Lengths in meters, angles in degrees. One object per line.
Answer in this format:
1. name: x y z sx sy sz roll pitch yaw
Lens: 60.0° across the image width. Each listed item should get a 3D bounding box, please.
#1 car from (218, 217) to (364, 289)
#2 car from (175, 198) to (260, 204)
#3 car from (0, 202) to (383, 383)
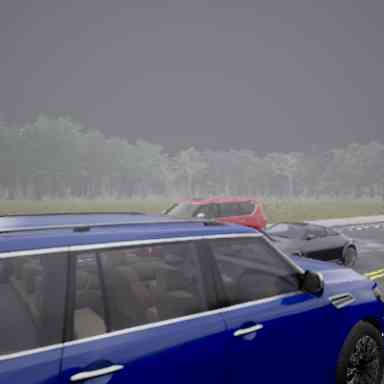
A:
1. car: 3.018 1.591 9.828 4.181 1.385 1.994 0 0 -36
2. car: 0.303 1.245 11.885 5.566 2.045 2.150 0 0 -36
3. car: -0.271 1.227 3.246 5.566 2.045 2.150 0 0 -36
